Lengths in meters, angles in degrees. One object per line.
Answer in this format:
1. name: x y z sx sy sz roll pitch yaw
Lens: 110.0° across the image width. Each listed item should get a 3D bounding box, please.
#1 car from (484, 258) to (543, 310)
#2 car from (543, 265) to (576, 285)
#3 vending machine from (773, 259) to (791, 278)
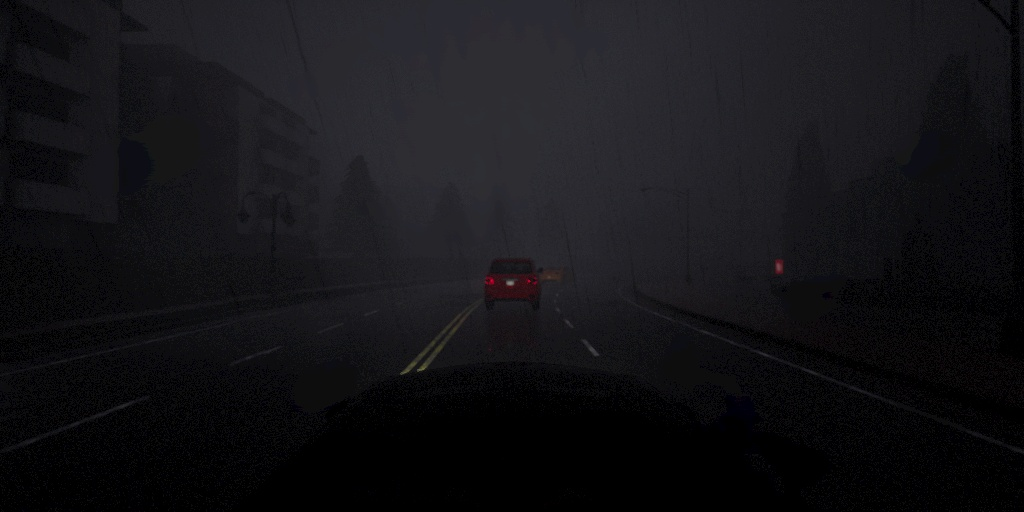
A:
1. car: 0.160 1.105 15.730 2.150 2.045 5.566 0 0 5
2. car: 3.940 1.506 30.006 1.882 1.535 5.008 0 0 25
3. vending machine: 34.624 1.380 46.030 0.880 2.100 1.100 0 0 -13
